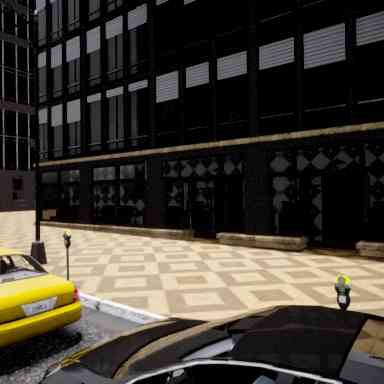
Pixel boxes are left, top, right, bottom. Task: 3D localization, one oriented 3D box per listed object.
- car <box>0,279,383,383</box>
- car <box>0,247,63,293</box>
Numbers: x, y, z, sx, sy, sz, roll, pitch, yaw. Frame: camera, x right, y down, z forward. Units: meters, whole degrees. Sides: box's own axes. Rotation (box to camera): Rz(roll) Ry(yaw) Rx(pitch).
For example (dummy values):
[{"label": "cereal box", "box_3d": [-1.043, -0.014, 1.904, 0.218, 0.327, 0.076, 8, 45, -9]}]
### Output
[{"label": "car", "box_3d": [0.683, 1.566, 2.359, 4.313, 1.339, 1.947, 0, -1, 36]}, {"label": "car", "box_3d": [-3.951, 1.527, 5.874, 4.829, 1.417, 1.752, 0, -1, 36]}]
